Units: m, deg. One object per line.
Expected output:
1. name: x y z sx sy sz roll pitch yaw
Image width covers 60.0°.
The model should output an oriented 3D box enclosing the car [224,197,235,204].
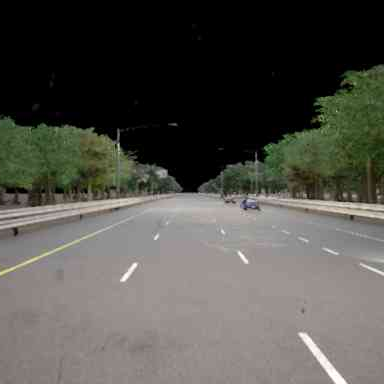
1. car: 7.018 1.581 62.916 1.895 1.301 4.718 0 0 1

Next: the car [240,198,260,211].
1. car: 6.989 1.522 40.266 1.812 1.442 4.674 0 0 0
